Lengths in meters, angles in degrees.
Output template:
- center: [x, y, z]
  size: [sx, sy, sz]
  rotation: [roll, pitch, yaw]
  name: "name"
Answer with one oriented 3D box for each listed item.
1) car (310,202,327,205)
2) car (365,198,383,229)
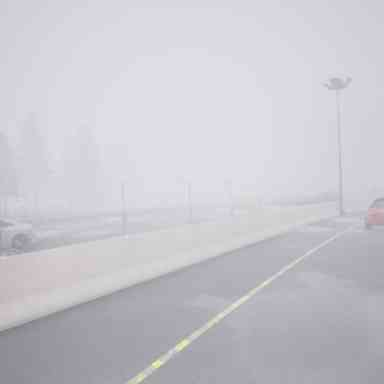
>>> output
- center: [17.617, 0.925, 43.555]
  size: [2.150, 2.045, 5.566]
  rotation: [-2, -1, 43]
  name: "car"
- center: [11.318, 1.115, 18.991]
  size: [2.097, 1.767, 4.553]
  rotation: [-2, 0, 36]
  name: "car"
